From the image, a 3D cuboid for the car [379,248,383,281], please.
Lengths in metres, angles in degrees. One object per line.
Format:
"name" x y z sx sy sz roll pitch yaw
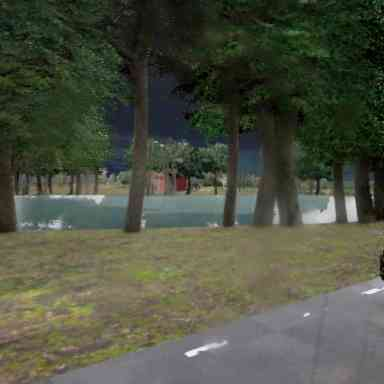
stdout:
"car" 6.675 1.236 7.806 5.566 2.045 2.150 0 0 -35
